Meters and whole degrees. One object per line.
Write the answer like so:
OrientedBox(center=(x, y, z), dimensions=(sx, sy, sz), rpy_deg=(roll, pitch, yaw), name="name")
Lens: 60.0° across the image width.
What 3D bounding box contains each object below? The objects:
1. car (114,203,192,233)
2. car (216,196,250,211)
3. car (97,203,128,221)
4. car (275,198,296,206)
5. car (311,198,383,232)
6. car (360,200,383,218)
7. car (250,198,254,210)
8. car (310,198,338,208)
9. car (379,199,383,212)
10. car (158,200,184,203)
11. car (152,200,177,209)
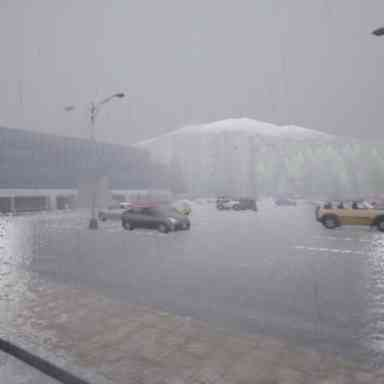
OrientedBox(center=(-2.273, 1.642, 20.133), dimensions=(4.514, 1.523, 2.007), rpy_deg=(-1, 0, 35), name="car")
OrientedBox(center=(4.941, 1.506, 43.059), dimensions=(3.866, 1.878, 1.905), rpy_deg=(-1, 0, 35), name="car")
OrientedBox(center=(-5.905, 1.656, 27.198), dimensions=(3.806, 1.475, 1.970), rpy_deg=(-1, 0, 35), name="car")
OrientedBox(center=(17.148, 1.806, 60.746), dimensions=(3.633, 1.501, 1.845), rpy_deg=(-1, 0, 35), name="car")
OrientedBox(center=(9.906, 1.328, 20.007), dimensions=(4.605, 1.855, 1.932), rpy_deg=(-1, 0, 35), name="car")
OrientedBox(center=(17.693, 1.522, 29.756), dimensions=(4.514, 1.523, 2.007), rpy_deg=(-1, 0, 35), name="car")
OrientedBox(center=(6.285, 1.531, 45.667), dimensions=(4.605, 1.855, 1.932), rpy_deg=(-1, 0, 35), name="car")
OrientedBox(center=(21.477, 1.733, 54.023), dimensions=(3.806, 1.475, 1.970), rpy_deg=(-1, 0, 35), name="car")
OrientedBox(center=(23.507, 1.543, 37.883), dimensions=(3.633, 1.501, 1.845), rpy_deg=(-1, 0, 35), name="car")
OrientedBox(center=(-2.458, 1.582, 32.621), dimensions=(5.027, 1.636, 2.152), rpy_deg=(-1, 0, 35), name="car")
OrientedBox(center=(-4.881, 2.215, 59.759), dimensions=(1.895, 1.301, 4.718), rpy_deg=(-1, 0, 36), name="car")
